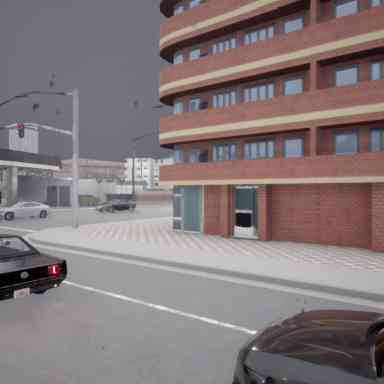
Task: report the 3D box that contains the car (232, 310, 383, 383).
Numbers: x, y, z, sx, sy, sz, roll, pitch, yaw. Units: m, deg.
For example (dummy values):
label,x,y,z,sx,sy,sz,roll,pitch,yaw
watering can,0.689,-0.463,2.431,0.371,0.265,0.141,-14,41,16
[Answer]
label,x,y,z,sx,sy,sz,roll,pitch,yaw
car,2.600,1.514,2.141,4.892,1.490,1.837,0,0,35

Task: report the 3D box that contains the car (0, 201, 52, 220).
label,x,y,z,sx,sy,sz,roll,pitch,yaw
car,-14.193,1.523,27.981,1.812,1.442,4.674,0,0,34

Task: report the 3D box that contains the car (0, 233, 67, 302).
label,x,y,z,sx,sy,sz,roll,pitch,yaw
car,-4.982,1.599,7.530,4.718,1.301,1.895,0,0,36

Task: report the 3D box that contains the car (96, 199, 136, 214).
label,x,y,z,sx,sy,sz,roll,pitch,yaw
car,-8.284,1.512,36.623,2.128,1.511,4.902,0,0,35
